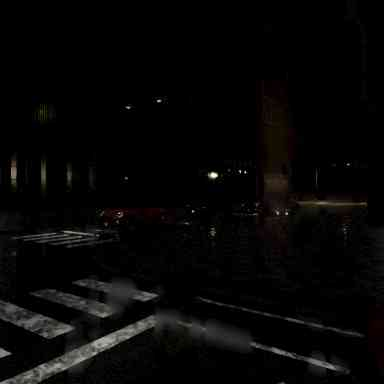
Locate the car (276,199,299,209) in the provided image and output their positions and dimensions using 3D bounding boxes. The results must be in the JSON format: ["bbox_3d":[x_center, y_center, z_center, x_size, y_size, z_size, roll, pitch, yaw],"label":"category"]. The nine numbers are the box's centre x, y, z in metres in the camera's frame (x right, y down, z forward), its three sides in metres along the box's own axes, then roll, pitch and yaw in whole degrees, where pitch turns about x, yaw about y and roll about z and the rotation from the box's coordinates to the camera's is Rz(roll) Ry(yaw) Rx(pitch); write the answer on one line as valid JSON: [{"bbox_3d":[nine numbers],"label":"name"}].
[{"bbox_3d":[13.124,1.624,45.638,1.994,1.385,4.181,0,0,36],"label":"car"}]

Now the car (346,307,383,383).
[{"bbox_3d":[3.564,1.221,1.149,5.566,2.045,2.150,0,0,36],"label":"car"}]

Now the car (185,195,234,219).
[{"bbox_3d":[1.697,1.257,29.781,2.150,2.045,5.566,0,0,36],"label":"car"}]

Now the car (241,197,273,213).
[{"bbox_3d":[7.395,1.399,37.700,2.097,1.767,4.553,0,0,35],"label":"car"}]

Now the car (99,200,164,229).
[{"bbox_3d":[-3.904,1.377,21.953,2.097,1.767,4.553,0,0,35],"label":"car"}]
